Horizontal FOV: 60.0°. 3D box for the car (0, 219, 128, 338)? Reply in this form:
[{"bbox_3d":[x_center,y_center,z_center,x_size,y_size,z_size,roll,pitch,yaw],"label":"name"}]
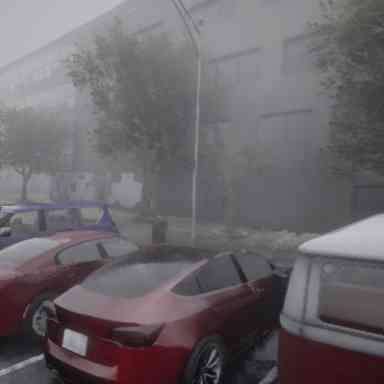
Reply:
[{"bbox_3d":[-2.116,1.523,6.794,2.097,1.535,5.008,-1,-1,35],"label":"car"}]

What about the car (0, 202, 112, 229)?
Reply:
[{"bbox_3d":[-4.361,1.319,8.364,2.435,2.045,5.566,-1,-1,36],"label":"car"}]

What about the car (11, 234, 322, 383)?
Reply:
[{"bbox_3d":[0.206,1.520,5.173,2.163,1.488,4.792,-1,0,36],"label":"car"}]
